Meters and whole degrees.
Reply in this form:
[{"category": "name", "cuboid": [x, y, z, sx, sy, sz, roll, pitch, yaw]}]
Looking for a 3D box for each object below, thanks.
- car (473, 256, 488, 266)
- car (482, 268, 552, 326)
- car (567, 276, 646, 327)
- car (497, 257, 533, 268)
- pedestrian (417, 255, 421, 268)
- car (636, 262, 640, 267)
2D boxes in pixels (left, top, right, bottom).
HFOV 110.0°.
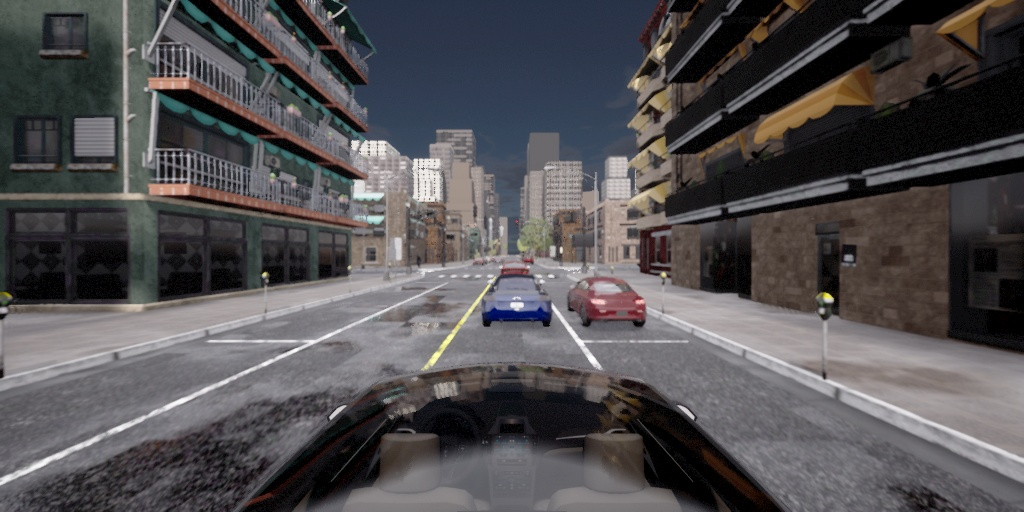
[{"category": "car", "cuboid": [-5.536, 0.888, 60.197, 1.888, 1.381, 4.507, 0, 0, 0]}, {"category": "car", "cuboid": [0.138, 1.241, 11.400, 1.994, 1.385, 4.181, 0, 0, 0]}, {"category": "car", "cuboid": [2.726, 1.262, 10.933, 1.802, 1.307, 4.207, 0, 0, 0]}, {"category": "car", "cuboid": [0.189, 1.065, 23.883, 1.882, 1.535, 5.008, 0, 0, 0]}, {"category": "pedestrian", "cuboid": [-12.323, 0.710, 47.477, 0.375, 1.860, 0.375, 0, 1, 0]}, {"category": "car", "cuboid": [17.672, 0.798, 44.425, 4.313, 1.339, 1.948, 0, 0, 0]}]
